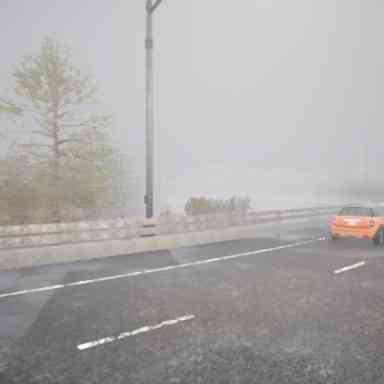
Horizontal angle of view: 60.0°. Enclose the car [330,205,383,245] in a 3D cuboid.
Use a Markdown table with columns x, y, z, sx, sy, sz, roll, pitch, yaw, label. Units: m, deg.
| x | y | z | sx | sy | sz | roll | pitch | yaw | label |
| --- | --- | --- | --- | --- | --- | --- | --- | --- | --- |
| 8.497 | 1.384 | 15.987 | 4.553 | 1.767 | 2.097 | 0 | 0 | -44 | car |
